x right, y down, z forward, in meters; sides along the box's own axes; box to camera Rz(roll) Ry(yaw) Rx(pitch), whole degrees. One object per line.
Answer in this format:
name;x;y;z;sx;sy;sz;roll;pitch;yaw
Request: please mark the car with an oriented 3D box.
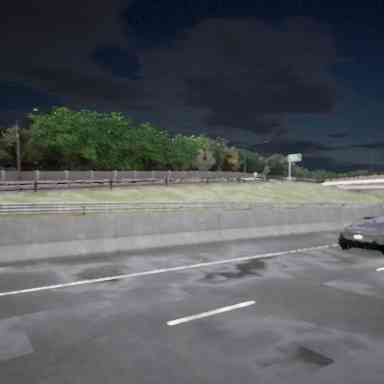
car;7.987;1.708;13.863;4.181;1.385;1.994;1;0;-35
